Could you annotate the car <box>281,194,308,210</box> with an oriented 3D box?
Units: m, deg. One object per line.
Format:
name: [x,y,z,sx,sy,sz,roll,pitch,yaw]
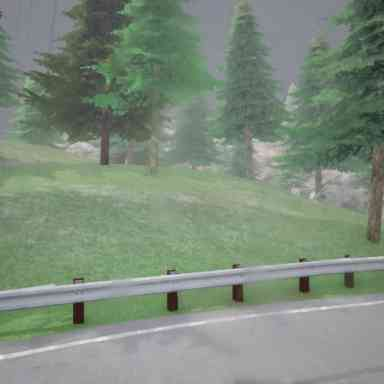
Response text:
car: [13.087,1.236,43.316,2.150,2.045,5.566,0,0,-23]
